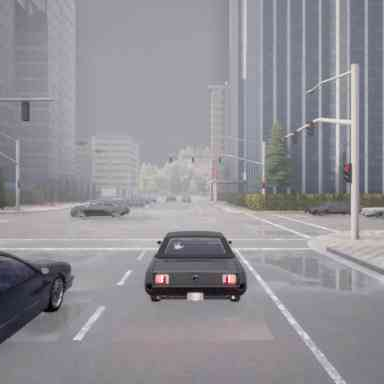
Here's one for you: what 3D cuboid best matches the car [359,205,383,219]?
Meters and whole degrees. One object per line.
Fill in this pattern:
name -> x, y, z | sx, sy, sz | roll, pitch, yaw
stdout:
car -> 16.936, 1.601, 28.133 | 4.718, 1.301, 1.895 | 0, 0, -1

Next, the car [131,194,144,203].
car -> -11.678, 1.354, 71.020 | 2.097, 1.767, 4.553 | 0, 0, -1

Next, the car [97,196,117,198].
car -> -11.308, 1.352, 42.144 | 2.097, 1.767, 4.553 | 0, 0, -1

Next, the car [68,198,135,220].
car -> -7.628, 1.491, 27.910 | 4.902, 1.511, 2.128 | 0, 0, -1

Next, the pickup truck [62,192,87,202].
pickup truck -> -24.773, 1.059, 69.285 | 2.390, 2.098, 6.274 | 0, 0, 30

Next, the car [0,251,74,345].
car -> -3.436, 1.547, 4.634 | 2.033, 1.411, 5.357 | 0, 0, 0

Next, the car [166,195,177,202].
car -> -4.724, 1.500, 74.614 | 1.837, 1.490, 4.892 | 0, 0, -1

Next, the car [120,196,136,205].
car -> -11.589, 1.547, 60.763 | 2.033, 1.411, 5.357 | 0, 0, -1

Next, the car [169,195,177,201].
car -> -4.891, 1.524, 84.781 | 1.812, 1.442, 4.674 | 0, 0, -1

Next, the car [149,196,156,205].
car -> -8.033, 1.547, 57.370 | 2.033, 1.411, 5.357 | 0, 0, -1

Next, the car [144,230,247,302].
car -> 0.066, 1.601, 8.230 | 1.895, 1.301, 4.718 | 0, 0, 0

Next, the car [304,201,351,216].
car -> 13.581, 1.547, 31.639 | 5.357, 1.411, 2.033 | 0, 0, -3

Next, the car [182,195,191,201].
car -> -1.392, 1.540, 84.850 | 2.033, 1.411, 5.357 | 0, 0, -1

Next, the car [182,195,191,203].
car -> -1.142, 1.556, 70.994 | 1.994, 1.385, 4.181 | 0, 0, -1

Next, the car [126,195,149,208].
car -> -7.894, 1.564, 48.064 | 1.994, 1.385, 4.181 | 0, 0, -1
